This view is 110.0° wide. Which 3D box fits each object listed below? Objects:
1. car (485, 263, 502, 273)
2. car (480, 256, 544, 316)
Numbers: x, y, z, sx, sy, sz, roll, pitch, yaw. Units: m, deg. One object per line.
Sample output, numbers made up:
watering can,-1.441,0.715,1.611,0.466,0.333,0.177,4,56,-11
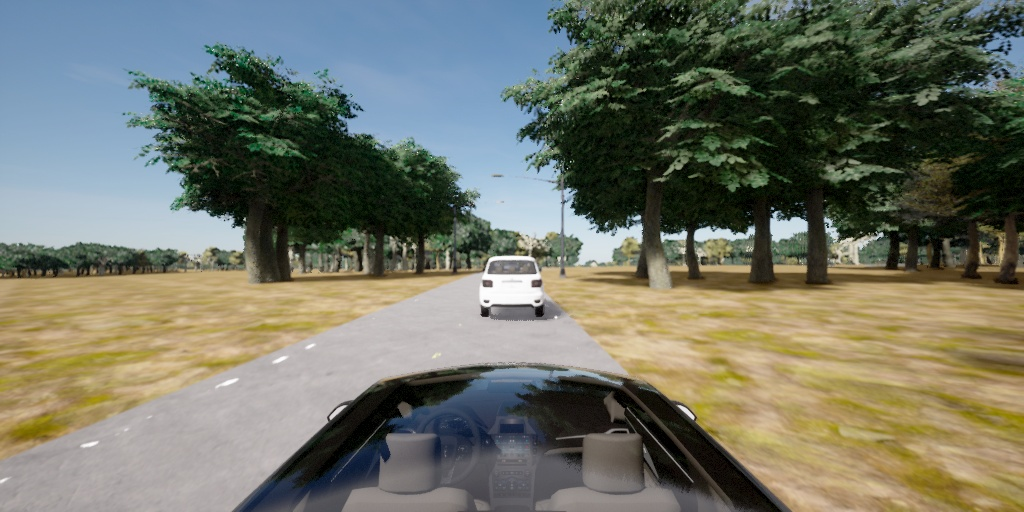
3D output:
car,-2.830,1.854,56.209,1.882,1.535,5.008,0,-1,6
car,0.011,1.037,13.874,2.150,2.045,5.566,0,0,0
